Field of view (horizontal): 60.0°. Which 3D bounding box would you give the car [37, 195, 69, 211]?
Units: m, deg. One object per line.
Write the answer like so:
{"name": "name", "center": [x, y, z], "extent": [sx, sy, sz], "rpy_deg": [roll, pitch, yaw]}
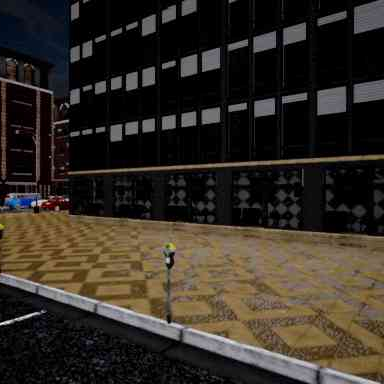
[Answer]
{"name": "car", "center": [-13.582, 1.269, 35.145], "extent": [1.887, 1.381, 4.507], "rpy_deg": [1, 1, 35]}

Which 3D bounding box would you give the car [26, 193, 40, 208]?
{"name": "car", "center": [-16.852, 1.214, 39.942], "extent": [1.812, 1.442, 4.674], "rpy_deg": [0, 1, 35]}

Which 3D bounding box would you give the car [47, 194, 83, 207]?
{"name": "car", "center": [-16.824, 1.079, 44.269], "extent": [1.967, 1.590, 4.097], "rpy_deg": [1, 1, 35]}

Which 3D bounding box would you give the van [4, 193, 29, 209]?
{"name": "van", "center": [-20.059, 1.050, 39.628], "extent": [1.690, 1.788, 3.998], "rpy_deg": [1, 1, 35]}
